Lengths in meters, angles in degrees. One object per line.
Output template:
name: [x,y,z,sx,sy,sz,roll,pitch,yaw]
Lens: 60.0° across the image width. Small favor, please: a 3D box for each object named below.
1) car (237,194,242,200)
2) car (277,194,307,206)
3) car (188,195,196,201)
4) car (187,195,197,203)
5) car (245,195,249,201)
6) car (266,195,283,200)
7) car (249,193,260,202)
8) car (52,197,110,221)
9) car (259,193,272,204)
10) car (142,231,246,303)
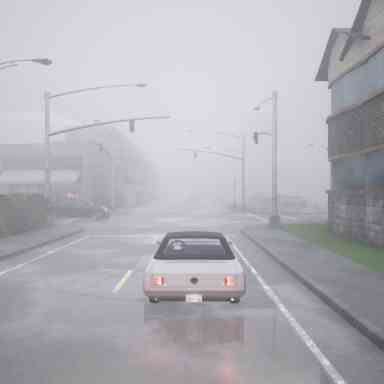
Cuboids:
car: [13.920,1.389,88.803,3.633,1.501,1.845,0,0,0]
car: [14.507,1.248,48.102,3.806,1.475,1.970,0,0,0]
car: [0.031,1.530,82.047,1.994,1.385,4.181,0,0,0]
car: [0.027,1.350,71.954,2.097,1.767,4.553,0,0,0]
car: [13.777,1.113,70.219,4.605,1.855,1.932,0,0,0]
car: [21.339,1.400,85.821,3.806,1.475,1.970,0,0,0]
car: [14.189,1.092,67.314,3.866,1.878,1.905,0,0,0]
car: [-8.726,1.245,26.176,4.553,1.767,2.097,3,0,-11]
car: [14.186,1.169,54.519,5.027,1.636,2.152,0,0,0]
car: [0.061,1.601,8.134,1.895,1.301,4.718,0,0,1]
